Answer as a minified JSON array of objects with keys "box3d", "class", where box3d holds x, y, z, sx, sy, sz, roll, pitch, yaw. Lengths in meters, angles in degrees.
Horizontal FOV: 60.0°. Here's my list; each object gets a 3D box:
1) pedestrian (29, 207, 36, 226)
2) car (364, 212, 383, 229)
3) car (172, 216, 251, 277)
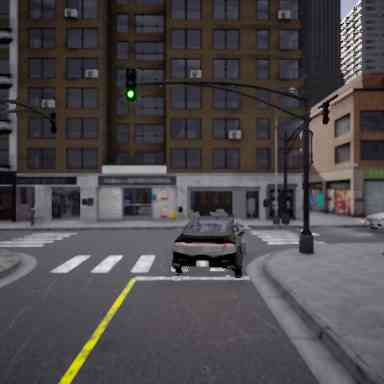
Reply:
[{"box3d":[-10.154,1.527,21.214,0.375,1.300,0.375,0,0,-1],"class":"pedestrian"},{"box3d":[12.067,1.421,18.448,4.674,1.442,1.812,-1,0,-1],"class":"car"},{"box3d":[0.749,1.494,10.329,2.128,1.511,4.902,0,0,12],"class":"car"}]
